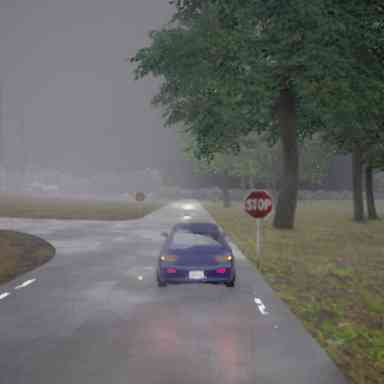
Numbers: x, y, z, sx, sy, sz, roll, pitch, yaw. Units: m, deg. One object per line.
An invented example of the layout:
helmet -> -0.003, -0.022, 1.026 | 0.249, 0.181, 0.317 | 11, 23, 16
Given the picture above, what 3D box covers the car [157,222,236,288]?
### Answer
car -> 0.096, 1.557, 9.184 | 1.812, 1.442, 4.674 | 0, 0, 0
